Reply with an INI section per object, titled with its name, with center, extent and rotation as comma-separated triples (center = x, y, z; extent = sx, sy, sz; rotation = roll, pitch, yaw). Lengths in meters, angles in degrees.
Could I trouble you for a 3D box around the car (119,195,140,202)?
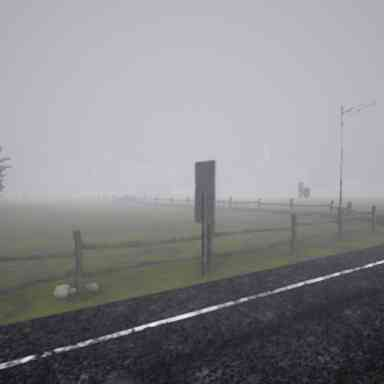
[car]
center = -11.038, 1.205, 58.688
extent = 2.033, 1.411, 5.357
rotation = 0, 0, -35
